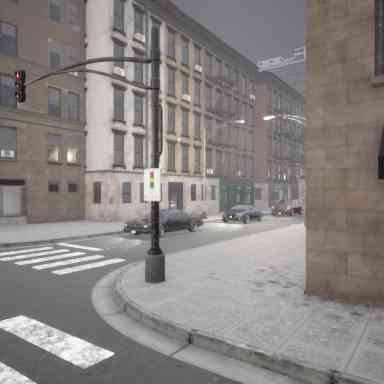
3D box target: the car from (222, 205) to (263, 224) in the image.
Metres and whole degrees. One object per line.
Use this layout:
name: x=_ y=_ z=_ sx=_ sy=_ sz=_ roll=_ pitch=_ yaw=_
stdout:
car: x=4.065 y=1.696 z=26.509 sx=1.994 sy=1.385 sz=4.181 roll=0 pitch=0 yaw=36

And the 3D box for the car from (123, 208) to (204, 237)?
car: x=-1.391 y=1.630 z=18.870 sx=2.033 sy=1.411 sz=5.357 roll=0 pitch=0 yaw=35

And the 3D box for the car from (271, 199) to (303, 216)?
car: x=9.985 y=1.538 z=34.792 sx=2.097 sy=1.767 sz=4.553 roll=0 pitch=0 yaw=35
